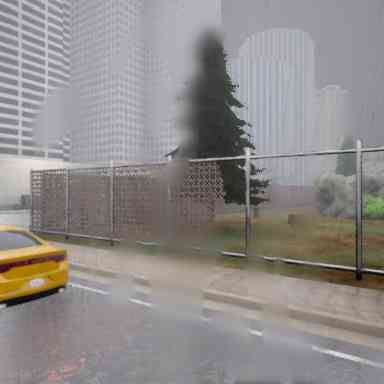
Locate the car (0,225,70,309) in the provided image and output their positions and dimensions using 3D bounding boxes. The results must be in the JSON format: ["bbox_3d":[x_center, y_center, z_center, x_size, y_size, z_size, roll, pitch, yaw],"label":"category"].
[{"bbox_3d":[-4.811,1.478,7.410,5.008,1.535,1.882,0,0,35],"label":"car"}]
